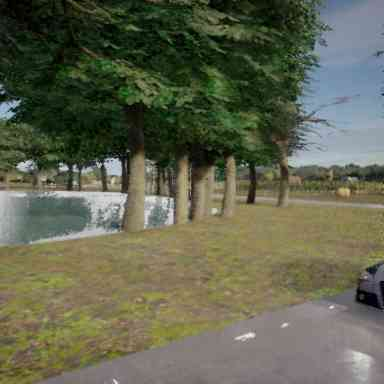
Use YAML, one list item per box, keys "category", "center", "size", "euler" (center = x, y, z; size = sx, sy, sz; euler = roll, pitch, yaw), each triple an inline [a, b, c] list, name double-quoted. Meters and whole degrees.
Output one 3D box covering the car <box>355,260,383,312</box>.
- category: "car"
  center: [5.195, 1.658, 6.779]
  size: [4.181, 1.385, 1.994]
  euler: [1, 0, -36]
